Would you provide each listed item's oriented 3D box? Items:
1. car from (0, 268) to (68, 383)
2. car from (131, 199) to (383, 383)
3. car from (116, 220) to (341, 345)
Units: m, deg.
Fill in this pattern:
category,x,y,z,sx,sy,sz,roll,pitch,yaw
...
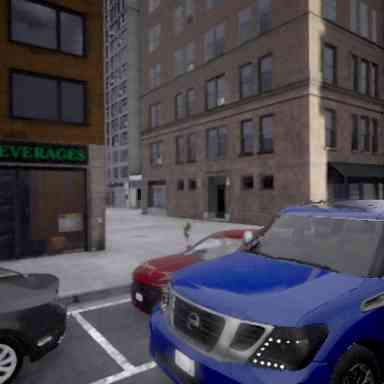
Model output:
category,x,y,z,sx,sy,sz,roll,pitch,yaw
car,-3.673,1.564,3.563,4.403,1.369,2.008,-1,1,-36
car,2.172,1.165,4.639,5.566,2.045,2.150,-1,1,-36
car,0.942,1.484,6.877,4.507,1.381,1.887,-1,1,-36
